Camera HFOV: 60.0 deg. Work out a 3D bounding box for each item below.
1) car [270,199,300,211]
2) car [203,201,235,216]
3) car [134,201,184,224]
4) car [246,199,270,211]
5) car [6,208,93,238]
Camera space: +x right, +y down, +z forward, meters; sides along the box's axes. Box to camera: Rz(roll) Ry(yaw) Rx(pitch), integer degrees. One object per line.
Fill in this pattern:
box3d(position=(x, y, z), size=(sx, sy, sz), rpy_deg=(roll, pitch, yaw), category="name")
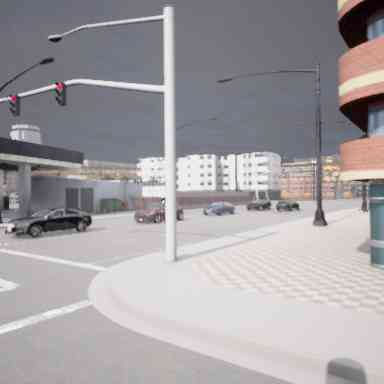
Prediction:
box3d(position=(12.303, 1.670, 42.672), size=(2.128, 1.511, 4.902), rpy_deg=(-1, 0, 35), category="car")
box3d(position=(2.975, 1.746, 35.648), size=(1.812, 1.442, 4.674), rpy_deg=(-1, 0, 35), category="car")
box3d(position=(-2.681, 1.571, 27.451), size=(2.097, 1.767, 4.553), rpy_deg=(-1, 0, 34), category="car")
box3d(position=(8.939, 1.700, 44.254), size=(1.882, 1.535, 5.008), rpy_deg=(-1, 0, 35), category="car")
box3d(position=(-8.157, 1.708, 19.435), size=(2.128, 1.511, 4.902), rpy_deg=(-1, 0, 34), category="car")
